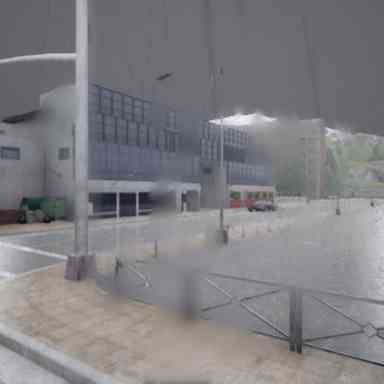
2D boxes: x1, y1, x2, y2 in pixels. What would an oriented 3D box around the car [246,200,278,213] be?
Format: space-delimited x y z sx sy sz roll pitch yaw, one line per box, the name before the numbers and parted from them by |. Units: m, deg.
car | 8.357 1.687 39.124 2.033 1.411 5.357 0 0 36
